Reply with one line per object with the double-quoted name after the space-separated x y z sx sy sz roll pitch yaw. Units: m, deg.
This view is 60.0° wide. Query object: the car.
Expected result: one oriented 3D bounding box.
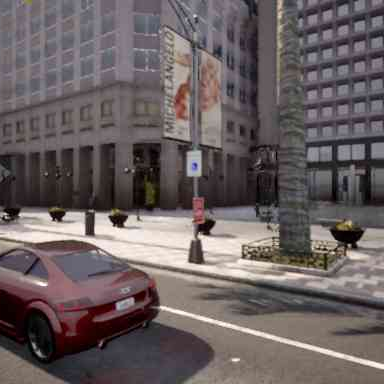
-2.578 1.568 5.923 4.181 1.385 1.994 0 0 36 "car"
